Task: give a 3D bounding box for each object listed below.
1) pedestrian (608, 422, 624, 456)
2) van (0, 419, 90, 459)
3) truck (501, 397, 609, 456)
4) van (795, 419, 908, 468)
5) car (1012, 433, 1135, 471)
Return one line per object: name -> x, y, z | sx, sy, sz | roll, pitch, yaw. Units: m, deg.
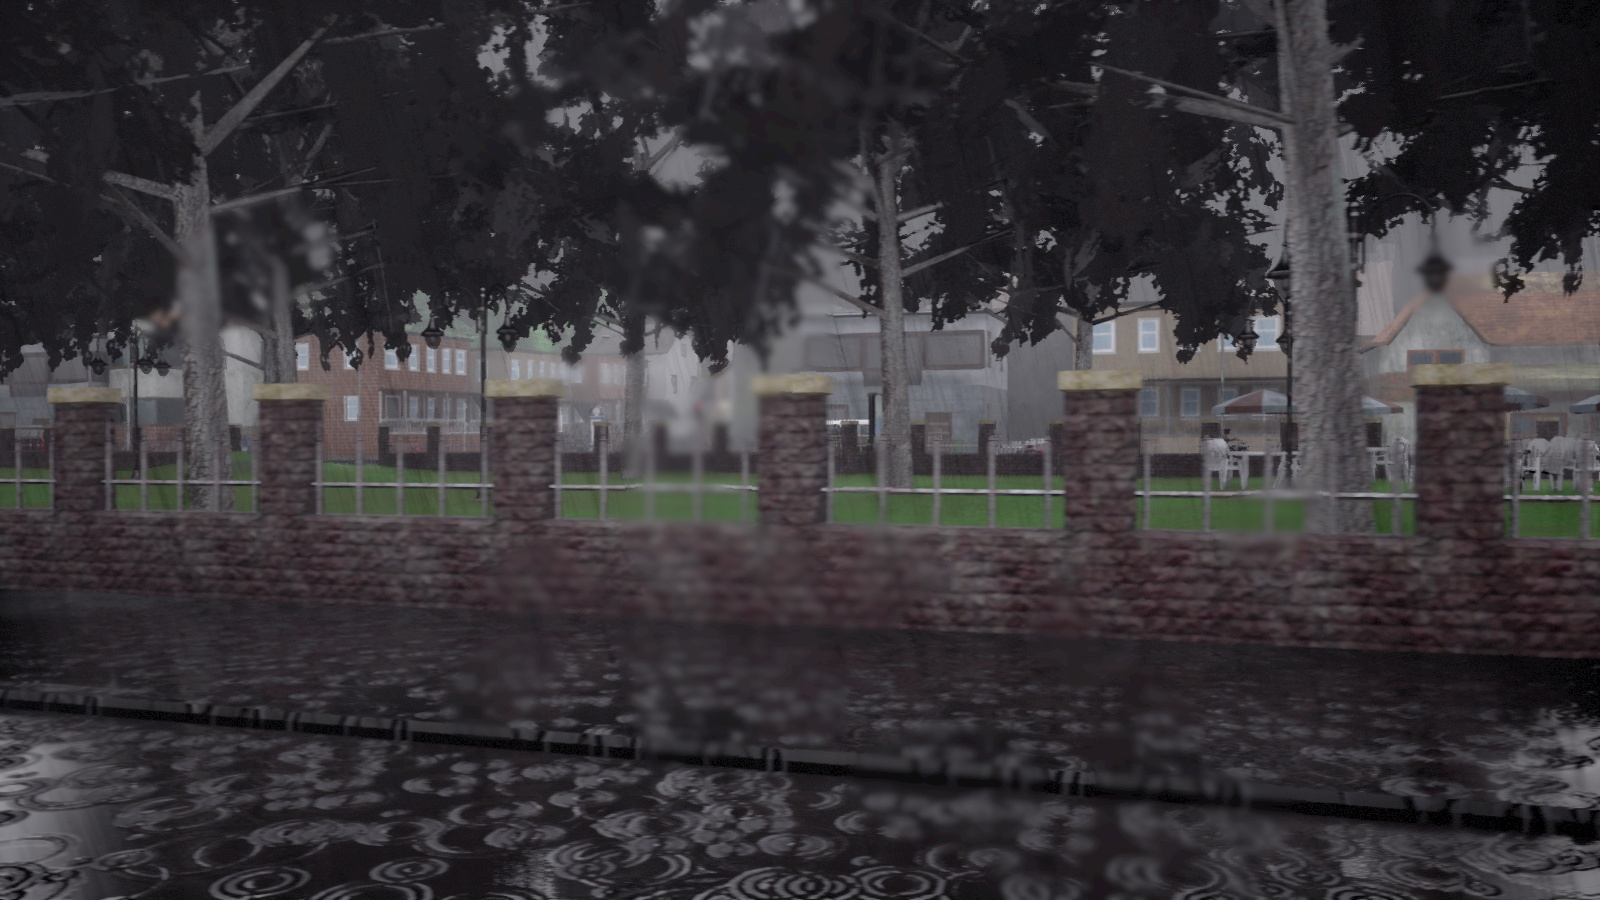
pedestrian -> -10.298, -0.616, 70.292 | 0.694, 1.848, 0.540 | -1, 1, -43
van -> -38.143, -0.570, 62.966 | 4.442, 1.987, 1.775 | 0, 1, 15
truck -> -14.988, -1.441, 77.559 | 2.891, 3.462, 7.936 | 1, 1, 19
van -> 2.255, -0.303, 54.562 | 4.480, 2.038, 2.069 | 1, 1, 18
car -> 11.281, 0.055, 51.740 | 4.792, 1.488, 2.163 | 1, 1, 17
